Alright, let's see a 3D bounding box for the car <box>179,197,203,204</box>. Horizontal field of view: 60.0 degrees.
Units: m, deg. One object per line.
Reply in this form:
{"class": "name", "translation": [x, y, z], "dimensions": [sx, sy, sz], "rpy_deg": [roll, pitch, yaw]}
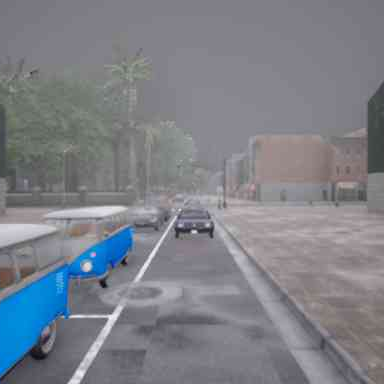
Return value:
{"class": "car", "translation": [0.099, 1.402, 30.513], "dimensions": [1.994, 1.385, 4.181], "rpy_deg": [0, 0, 0]}

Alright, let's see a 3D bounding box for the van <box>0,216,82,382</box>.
{"class": "van", "translation": [-2.638, 1.322, 3.298], "dimensions": [1.690, 1.788, 3.998], "rpy_deg": [0, 0, 0]}

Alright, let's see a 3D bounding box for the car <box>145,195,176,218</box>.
{"class": "car", "translation": [-2.635, 1.176, 25.154], "dimensions": [2.192, 1.841, 5.009], "rpy_deg": [0, 0, 0]}

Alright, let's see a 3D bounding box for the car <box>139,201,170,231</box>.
{"class": "car", "translation": [-2.635, 1.440, 19.691], "dimensions": [2.008, 1.369, 4.403], "rpy_deg": [0, 0, 0]}

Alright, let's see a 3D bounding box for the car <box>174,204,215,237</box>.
{"class": "car", "translation": [0.104, 1.504, 17.200], "dimensions": [1.895, 1.301, 4.718], "rpy_deg": [0, 0, 0]}

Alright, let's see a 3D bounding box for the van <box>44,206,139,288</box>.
{"class": "van", "translation": [-2.637, 1.291, 8.762], "dimensions": [1.690, 1.788, 3.998], "rpy_deg": [0, 0, 0]}

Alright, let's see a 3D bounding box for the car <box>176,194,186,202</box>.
{"class": "car", "translation": [-2.632, 1.188, 63.303], "dimensions": [1.967, 1.590, 4.097], "rpy_deg": [0, 0, 0]}
